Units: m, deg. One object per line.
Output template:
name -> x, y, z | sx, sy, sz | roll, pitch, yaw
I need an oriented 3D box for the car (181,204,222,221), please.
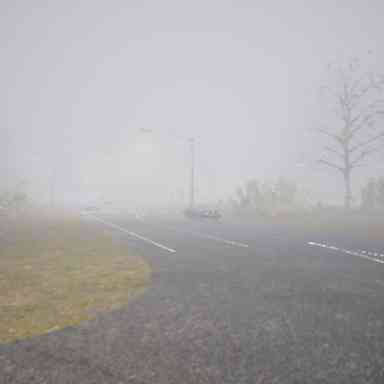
car -> 0.795, 1.866, 31.196 | 2.033, 1.411, 5.357 | 1, -1, -24

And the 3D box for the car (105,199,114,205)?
car -> -18.802, 2.177, 74.057 | 1.895, 1.301, 4.718 | 1, 0, -25

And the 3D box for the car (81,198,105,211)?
car -> -13.870, 1.913, 46.458 | 1.812, 1.442, 4.674 | 0, -1, -24
